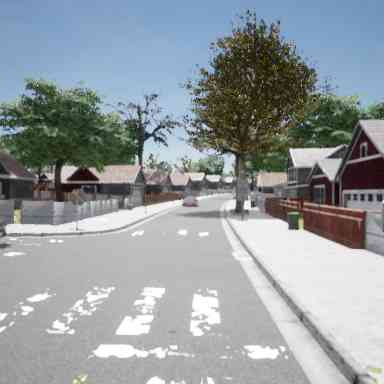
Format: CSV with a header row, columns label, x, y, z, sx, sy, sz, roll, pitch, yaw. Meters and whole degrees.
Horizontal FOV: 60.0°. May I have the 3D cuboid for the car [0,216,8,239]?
label,x,y,z,sx,sy,sz,roll,pitch,yaw
car,-9.645,1.337,12.594,4.892,1.490,1.837,1,6,1

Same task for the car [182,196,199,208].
label,x,y,z,sx,sy,sz,roll,pitch,yaw
car,-0.212,1.317,44.826,1.812,1.442,4.674,0,1,6
